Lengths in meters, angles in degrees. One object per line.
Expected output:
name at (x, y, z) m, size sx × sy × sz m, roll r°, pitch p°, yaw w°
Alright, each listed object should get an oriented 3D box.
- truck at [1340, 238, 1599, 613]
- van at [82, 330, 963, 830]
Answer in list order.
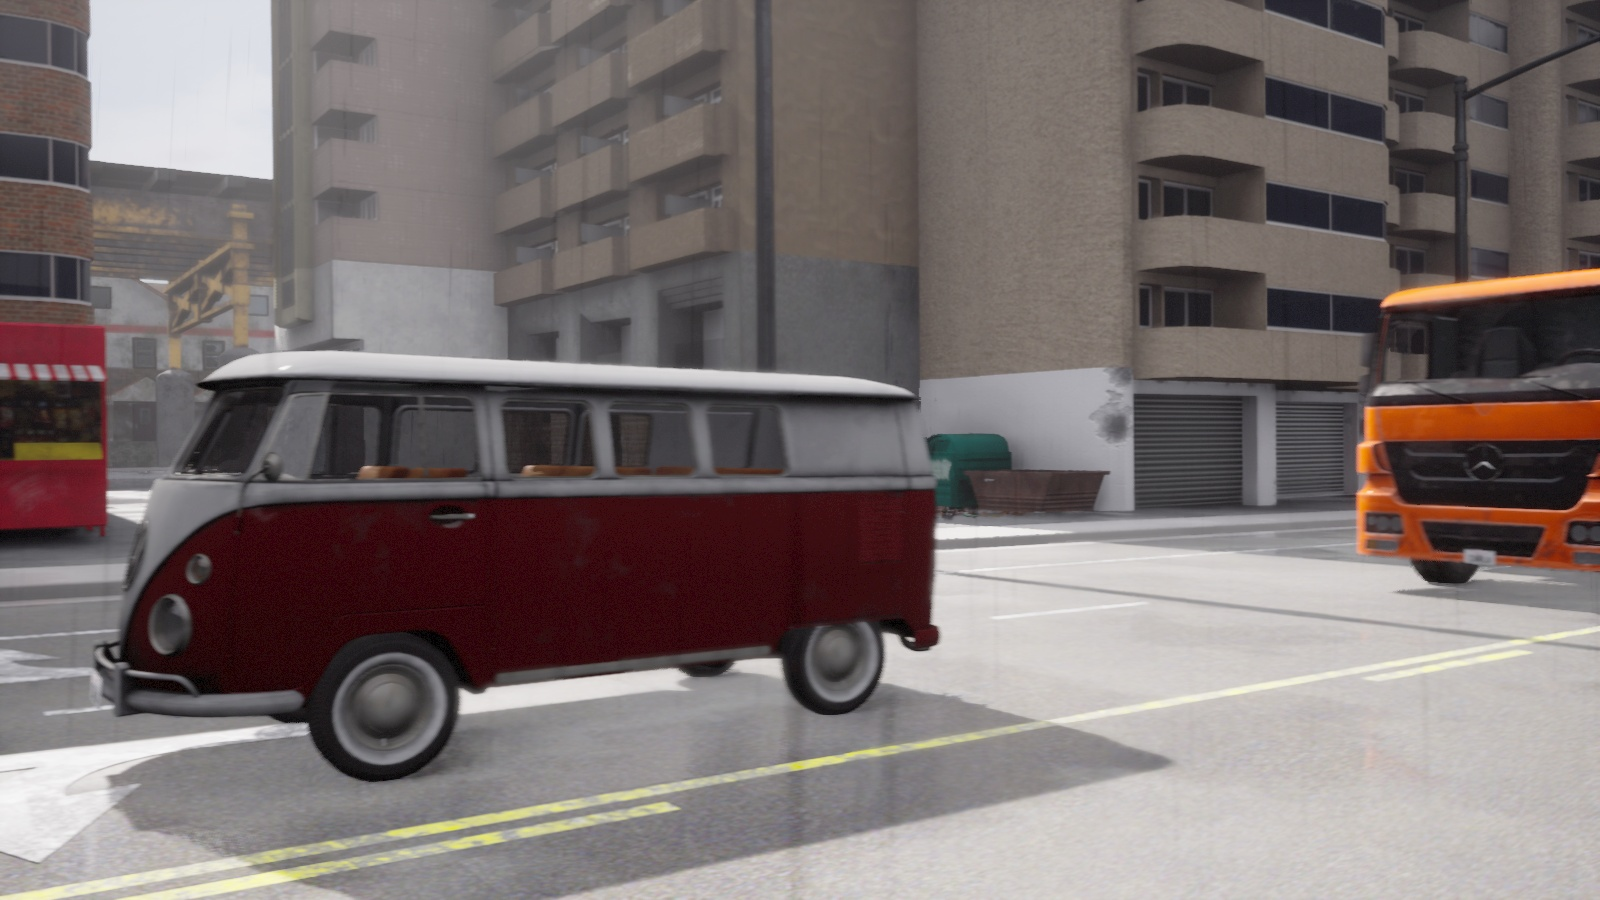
truck at (9.969, -0.224, 14.814) m, size 7.936 × 3.462 × 2.891 m, roll 0°, pitch 0°, yaw -35°
van at (-1.354, 0.517, 6.982) m, size 4.442 × 1.987 × 1.775 m, roll 0°, pitch 0°, yaw -35°
